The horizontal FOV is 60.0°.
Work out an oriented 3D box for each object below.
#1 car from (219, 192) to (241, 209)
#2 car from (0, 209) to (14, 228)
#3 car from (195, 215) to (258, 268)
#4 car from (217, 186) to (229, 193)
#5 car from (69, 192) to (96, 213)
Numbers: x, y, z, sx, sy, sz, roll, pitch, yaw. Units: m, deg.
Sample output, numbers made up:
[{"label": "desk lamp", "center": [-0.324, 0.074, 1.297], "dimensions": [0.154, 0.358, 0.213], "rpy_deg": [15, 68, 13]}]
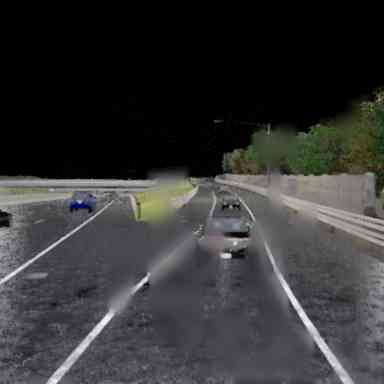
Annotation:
[{"label": "car", "center": [3.980, 1.028, 34.250], "dimensions": [1.895, 1.301, 4.718], "rpy_deg": [0, 3, 6]}, {"label": "car", "center": [-11.917, 1.505, 19.146], "dimensions": [1.994, 1.385, 4.181], "rpy_deg": [0, 0, -10]}, {"label": "car", "center": [1.220, 1.546, 11.527], "dimensions": [2.128, 1.511, 4.902], "rpy_deg": [0, 0, 7]}, {"label": "car", "center": [5.664, -0.482, 60.742], "dimensions": [2.033, 1.411, 5.357], "rpy_deg": [0, 3, 1]}, {"label": "car", "center": [-11.341, 1.052, 34.762], "dimensions": [2.150, 2.045, 5.566], "rpy_deg": [0, 1, -11]}]
